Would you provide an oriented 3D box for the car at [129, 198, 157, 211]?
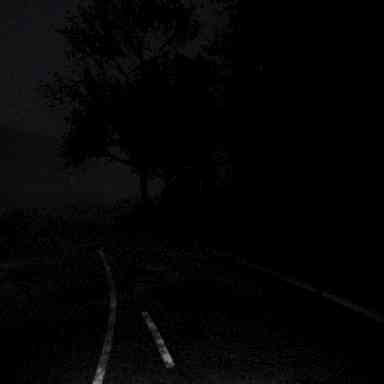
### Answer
[{"bbox_3d":[-6.474,1.878,46.300,1.895,1.301,4.718,-1,0,16],"label":"car"}]

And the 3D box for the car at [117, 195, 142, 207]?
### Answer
[{"bbox_3d":[-10.657,1.595,59.730,5.566,2.045,2.435,-1,0,16],"label":"car"}]

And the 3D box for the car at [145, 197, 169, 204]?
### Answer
[{"bbox_3d":[-7.499,1.874,70.584,4.674,1.452,2.002,-1,0,16],"label":"car"}]
